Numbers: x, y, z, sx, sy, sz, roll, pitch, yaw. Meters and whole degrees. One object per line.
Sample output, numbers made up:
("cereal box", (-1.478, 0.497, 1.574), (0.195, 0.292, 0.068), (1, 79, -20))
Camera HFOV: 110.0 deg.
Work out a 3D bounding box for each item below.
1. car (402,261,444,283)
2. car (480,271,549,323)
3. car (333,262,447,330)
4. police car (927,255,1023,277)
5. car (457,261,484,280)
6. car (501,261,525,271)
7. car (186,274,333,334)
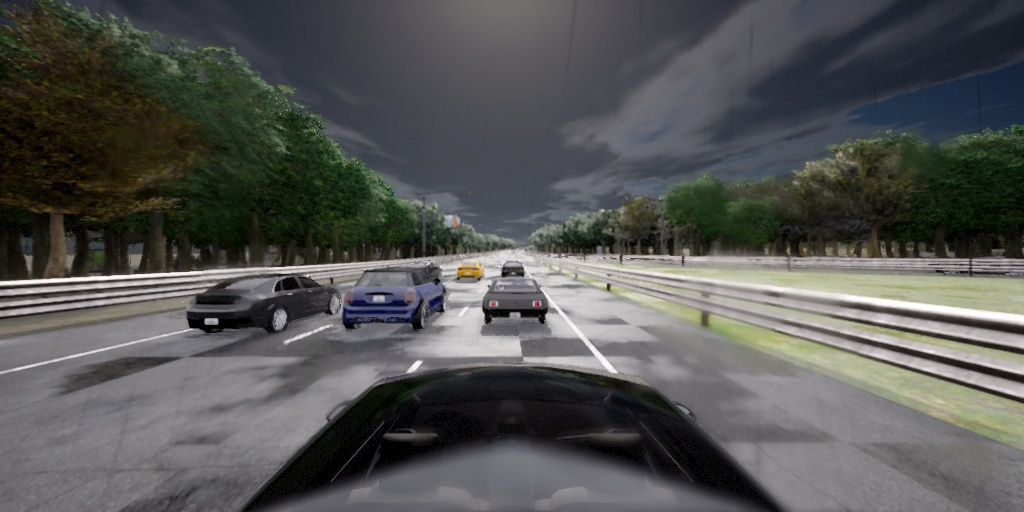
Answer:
("car", (-6.915, 1.182, 28.555), (2.128, 1.511, 4.902), (0, 0, 0))
("car", (0.086, 1.362, 12.205), (1.895, 1.301, 4.718), (0, 0, 0))
("car", (-3.407, 1.112, 11.305), (2.097, 1.767, 4.553), (0, 0, 0))
("police car", (36.130, 0.719, 27.749), (5.238, 1.638, 1.930), (0, 0, 45))
("car", (-3.417, 1.153, 30.139), (1.882, 1.535, 5.008), (0, 1, 0))
("car", (0.084, 1.153, 30.130), (1.882, 1.535, 5.008), (0, 1, 0))
("car", (-6.905, 1.265, 10.661), (1.837, 1.490, 4.892), (0, 0, 0))
